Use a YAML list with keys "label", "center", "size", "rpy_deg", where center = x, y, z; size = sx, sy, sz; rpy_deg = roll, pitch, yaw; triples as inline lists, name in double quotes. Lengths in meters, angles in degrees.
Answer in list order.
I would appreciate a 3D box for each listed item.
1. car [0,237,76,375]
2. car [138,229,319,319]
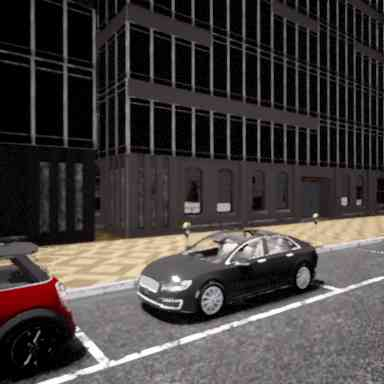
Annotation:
- label: "car"
  center: [-3.664, 1.443, 3.946]
  size: [4.097, 1.590, 1.967]
  rpy_deg: [0, 0, -36]
- label: "car"
  center: [0.969, 1.534, 7.253]
  size: [4.403, 1.369, 2.008]
  rpy_deg: [0, 0, -36]
